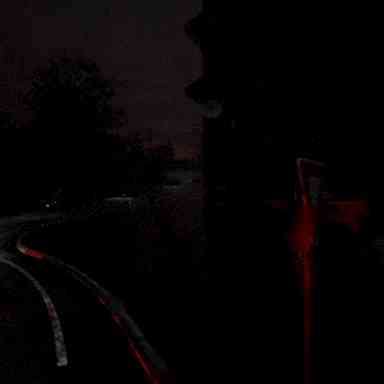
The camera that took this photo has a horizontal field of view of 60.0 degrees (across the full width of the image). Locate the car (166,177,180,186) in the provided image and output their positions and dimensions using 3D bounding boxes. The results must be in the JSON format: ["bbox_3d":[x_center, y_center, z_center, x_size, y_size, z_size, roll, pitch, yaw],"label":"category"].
[{"bbox_3d":[-3.372,-1.866,59.231,1.837,1.490,4.892,0,5,10],"label":"car"}]

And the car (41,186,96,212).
[{"bbox_3d":[-11.388,0.577,31.027,2.150,2.045,5.566,0,5,21],"label":"car"}]

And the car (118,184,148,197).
[{"bbox_3d":[-7.367,-0.226,42.295,2.033,1.411,5.357,0,5,17],"label":"car"}]

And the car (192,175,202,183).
[{"bbox_3d":[0.976,-2.721,68.062,1.882,1.535,5.008,0,5,3],"label":"car"}]
